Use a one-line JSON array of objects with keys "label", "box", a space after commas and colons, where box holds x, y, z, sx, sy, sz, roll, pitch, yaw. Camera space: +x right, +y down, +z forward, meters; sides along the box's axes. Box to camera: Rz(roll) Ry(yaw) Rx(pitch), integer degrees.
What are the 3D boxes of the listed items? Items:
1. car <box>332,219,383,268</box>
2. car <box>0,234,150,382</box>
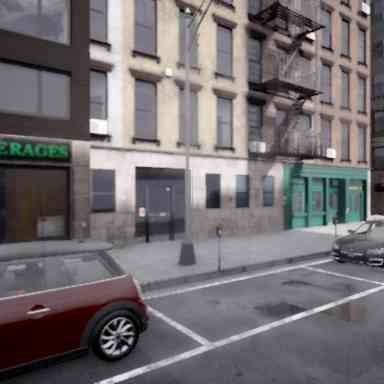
[{"label": "car", "box": [6.270, 1.552, 10.661, 4.403, 1.369, 2.008, 0, 0, -36]}, {"label": "car", "box": [-2.703, 1.440, 4.260, 4.097, 1.590, 1.967, 0, 0, -36]}]
